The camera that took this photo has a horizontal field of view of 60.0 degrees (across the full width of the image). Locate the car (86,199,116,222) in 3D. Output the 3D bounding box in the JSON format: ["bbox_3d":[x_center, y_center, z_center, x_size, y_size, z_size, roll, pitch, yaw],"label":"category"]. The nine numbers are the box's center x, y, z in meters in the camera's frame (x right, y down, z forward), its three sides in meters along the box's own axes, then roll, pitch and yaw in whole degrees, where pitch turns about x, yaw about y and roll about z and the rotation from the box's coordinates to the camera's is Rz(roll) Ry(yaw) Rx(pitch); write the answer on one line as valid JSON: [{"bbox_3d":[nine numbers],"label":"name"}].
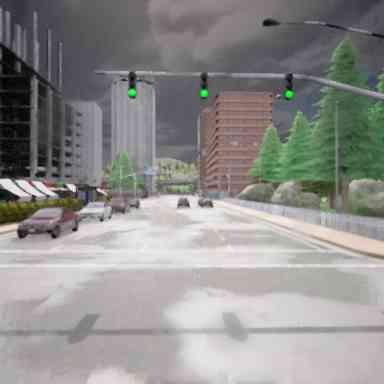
[{"bbox_3d":[-7.676,1.540,26.768,1.812,1.442,4.674,0,0,-2],"label":"car"}]

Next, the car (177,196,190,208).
[{"bbox_3d":[-1.268,1.653,49.873,1.895,1.301,4.718,0,0,-2],"label":"car"}]

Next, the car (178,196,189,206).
[{"bbox_3d":[-1.543,1.567,59.056,1.837,1.490,4.892,0,0,-2],"label":"car"}]

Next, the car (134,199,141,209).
[{"bbox_3d":[-8.213,1.598,45.695,1.994,1.385,4.181,0,0,-2],"label":"car"}]

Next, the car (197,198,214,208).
[{"bbox_3d":[2.221,1.586,50.296,1.812,1.442,4.674,0,0,-2],"label":"car"}]

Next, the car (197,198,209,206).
[{"bbox_3d":[1.954,1.670,59.191,1.895,1.301,4.718,0,0,-2],"label":"car"}]

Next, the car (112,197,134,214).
[{"bbox_3d":[-7.939,1.375,35.773,2.097,1.767,4.553,0,0,-2],"label":"car"}]

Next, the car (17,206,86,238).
[{"bbox_3d":[-7.422,1.530,17.678,1.812,1.442,4.674,0,0,-1],"label":"car"}]
